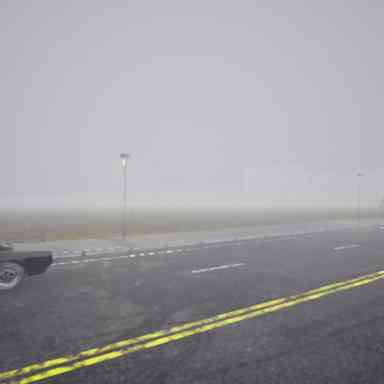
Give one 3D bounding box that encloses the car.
[{"bbox_3d":[-5.819,1.599,7.533,4.718,1.301,1.895,1,0,-35],"label":"car"}]
